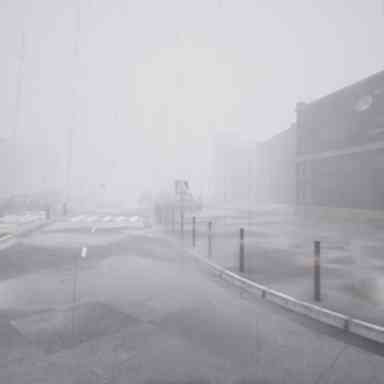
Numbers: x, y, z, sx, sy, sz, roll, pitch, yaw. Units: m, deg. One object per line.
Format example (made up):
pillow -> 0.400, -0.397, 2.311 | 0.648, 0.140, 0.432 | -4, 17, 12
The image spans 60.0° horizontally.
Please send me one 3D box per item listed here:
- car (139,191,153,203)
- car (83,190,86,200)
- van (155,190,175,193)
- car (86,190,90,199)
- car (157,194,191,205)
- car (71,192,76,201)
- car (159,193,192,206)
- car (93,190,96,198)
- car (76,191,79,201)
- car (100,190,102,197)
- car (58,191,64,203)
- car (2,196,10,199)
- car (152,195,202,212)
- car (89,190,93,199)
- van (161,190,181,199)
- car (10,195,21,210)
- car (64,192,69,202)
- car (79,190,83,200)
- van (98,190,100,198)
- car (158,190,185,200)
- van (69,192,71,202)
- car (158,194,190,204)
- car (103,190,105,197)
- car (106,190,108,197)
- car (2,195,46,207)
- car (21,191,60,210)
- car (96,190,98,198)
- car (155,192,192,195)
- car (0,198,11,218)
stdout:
car -> -7.966, 0.788, 57.844 | 2.150, 2.045, 5.566 | 0, 0, -5
car -> -24.291, 0.810, 66.643 | 4.553, 1.767, 2.185 | 0, 1, -5
van -> -2.121, 1.037, 41.821 | 4.442, 1.987, 1.878 | 0, 1, -5
car -> -24.547, 0.907, 69.389 | 4.892, 1.521, 2.231 | 0, 1, -5
car -> -2.703, 1.157, 50.144 | 5.008, 1.535, 2.097 | 0, 1, -5
car -> -23.634, 1.033, 58.399 | 5.008, 1.535, 2.097 | 0, 1, -5
car -> -2.426, 1.070, 47.251 | 4.553, 1.767, 2.185 | 0, 1, -5
car -> -25.009, 0.850, 74.883 | 4.892, 1.521, 2.231 | 0, 1, -5
car -> -23.891, 0.874, 61.142 | 4.553, 1.767, 2.185 | 0, 1, -5
car -> -25.706, 0.811, 83.124 | 4.674, 1.452, 2.002 | 0, 1, -5
car -> -22.963, 0.886, 50.151 | 5.566, 2.045, 2.435 | 0, 1, -5
car -> -21.516, 1.192, 33.666 | 4.553, 1.767, 2.185 | 0, 0, -5
car -> -1.341, 1.360, 33.517 | 4.792, 1.488, 2.163 | 0, 0, -5
car -> -24.778, 0.877, 72.136 | 4.892, 1.521, 2.231 | 0, 1, -5
van -> -4.648, 0.623, 74.950 | 4.442, 1.987, 1.878 | 0, 1, -5
car -> -21.784, 1.294, 36.416 | 5.008, 1.535, 2.097 | 0, 0, -5
car -> -22.982, 1.099, 52.920 | 5.366, 1.575, 1.946 | 0, 1, -5
car -> -24.122, 0.842, 63.889 | 4.553, 1.767, 2.185 | 0, 1, -5
van -> -25.371, 0.569, 80.508 | 4.442, 1.987, 1.878 | 0, 1, -5
car -> -4.275, 0.660, 69.404 | 5.566, 2.045, 2.435 | 0, 1, -5
van -> -23.281, 0.842, 55.659 | 4.442, 1.987, 1.878 | 0, 1, -5
car -> -2.912, 1.123, 52.790 | 4.892, 1.521, 2.231 | 0, 1, -5
car -> -26.125, 0.744, 85.856 | 5.366, 1.575, 1.946 | 0, 0, -5
car -> -26.432, 0.732, 91.364 | 4.792, 1.488, 2.163 | 0, 0, -5
car -> -22.479, 1.208, 44.662 | 4.892, 1.521, 2.231 | 0, 1, -5
car -> -17.399, 1.150, 38.403 | 2.097, 1.767, 4.553 | 0, 1, -4
car -> -25.240, 0.822, 77.629 | 4.892, 1.521, 2.231 | 0, 1, -5
car -> -1.732, 1.164, 38.937 | 4.553, 1.767, 2.185 | 0, 0, -5
car -> -16.560, 1.463, 26.083 | 1.994, 1.385, 4.181 | 0, 0, -1
